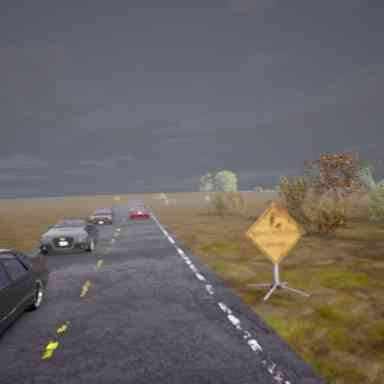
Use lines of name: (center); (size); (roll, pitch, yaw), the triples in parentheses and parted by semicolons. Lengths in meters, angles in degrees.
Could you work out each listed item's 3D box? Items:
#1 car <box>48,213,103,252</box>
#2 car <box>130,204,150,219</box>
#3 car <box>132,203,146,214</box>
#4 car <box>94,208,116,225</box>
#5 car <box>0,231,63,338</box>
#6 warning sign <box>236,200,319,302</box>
car: (-5.431, 1.899, 15.191); (1.994, 1.385, 4.181); (-2, -1, -9)
car: (-5.573, 2.115, 35.599); (1.994, 1.385, 4.181); (-2, -1, -9)
car: (-7.415, 2.328, 46.696); (1.895, 1.301, 4.718); (-2, -1, -9)
car: (-7.715, 2.103, 29.288); (2.033, 1.411, 5.357); (-2, -1, -9)
car: (-3.837, 1.729, 5.408); (2.033, 1.411, 5.357); (-2, -1, -9)
warning sign: (1.729, 1.131, 6.912); (1.300, 1.860, 1.060); (-2, -1, -9)
